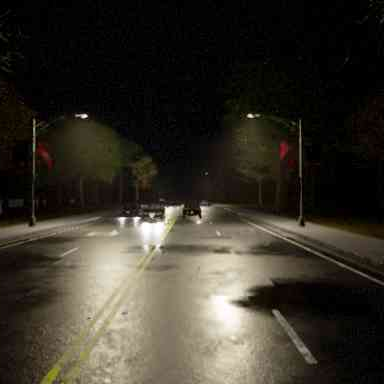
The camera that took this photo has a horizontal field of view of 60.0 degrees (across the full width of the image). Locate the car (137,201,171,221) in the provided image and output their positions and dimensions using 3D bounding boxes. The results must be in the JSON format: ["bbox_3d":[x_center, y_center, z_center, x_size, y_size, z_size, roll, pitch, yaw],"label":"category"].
[{"bbox_3d":[-3.442,1.853,30.901,2.128,1.511,4.902,0,-1,0],"label":"car"}]

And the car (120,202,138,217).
[{"bbox_3d":[-6.732,1.949,37.334,1.837,1.490,4.892,0,-1,0],"label":"car"}]

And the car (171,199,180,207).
[{"bbox_3d":[-3.749,2.396,72.117,1.837,1.490,4.892,0,-1,-1],"label":"car"}]

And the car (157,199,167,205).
[{"bbox_3d":[-7.092,2.281,78.601,2.033,1.411,5.357,0,-1,-1],"label":"car"}]

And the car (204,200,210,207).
[{"bbox_3d":[2.767,2.449,71.057,1.812,1.442,4.674,0,-1,-1],"label":"car"}]

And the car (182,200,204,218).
[{"bbox_3d":[-0.020,1.892,35.010,1.882,1.535,5.008,0,-1,0],"label":"car"}]

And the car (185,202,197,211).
[{"bbox_3d":[-0.173,2.260,53.220,1.895,1.301,4.718,0,-1,-1],"label":"car"}]
